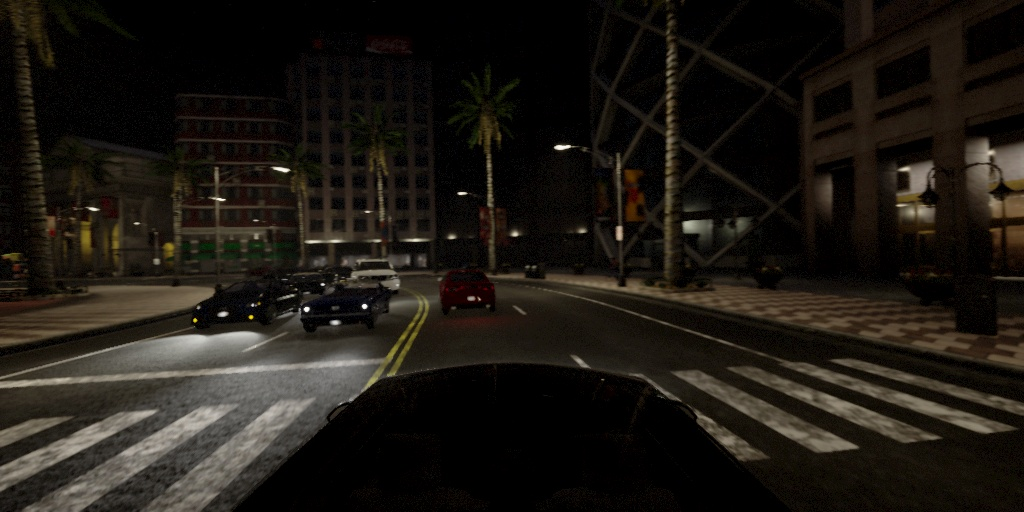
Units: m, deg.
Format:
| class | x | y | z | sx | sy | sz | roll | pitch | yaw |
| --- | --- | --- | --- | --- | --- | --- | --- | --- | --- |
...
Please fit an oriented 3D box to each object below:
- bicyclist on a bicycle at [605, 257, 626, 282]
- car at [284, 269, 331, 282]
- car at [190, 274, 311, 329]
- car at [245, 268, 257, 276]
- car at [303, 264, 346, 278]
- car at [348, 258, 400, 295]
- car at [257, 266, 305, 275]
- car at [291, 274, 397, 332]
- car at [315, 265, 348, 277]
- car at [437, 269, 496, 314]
| class | x | y | z | sx | sy | sz | roll | pitch | yaw |
| --- | --- | --- | --- | --- | --- | --- | --- | --- | --- |
| bicyclist on a bicycle | 6.821 | 0.878 | 23.661 | 1.656 | 1.620 | 0.582 | -2 | 0 | -21 |
| car | -11.824 | 1.642 | 20.701 | 1.895 | 1.301 | 4.718 | -1 | 0 | -30 |
| car | -8.894 | 1.533 | 12.449 | 1.994 | 1.385 | 4.181 | -1 | 0 | -12 |
| car | -32.506 | 2.077 | 47.006 | 4.674 | 1.442 | 1.812 | -1 | 0 | 13 |
| car | -22.939 | 1.805 | 43.870 | 4.902 | 1.511 | 2.128 | -1 | 0 | 25 |
| car | -8.088 | 1.170 | 20.996 | 2.150 | 2.045 | 5.566 | -1 | 0 | -27 |
| car | -18.410 | 1.708 | 28.807 | 4.892 | 1.490 | 1.837 | -1 | 0 | 40 |
| car | -5.144 | 1.477 | 11.715 | 1.895 | 1.301 | 4.718 | -1 | 0 | -12 |
| car | -14.142 | 1.602 | 29.488 | 4.892 | 1.490 | 1.837 | -1 | 0 | 44 |
| car | -1.897 | 1.273 | 14.344 | 1.882 | 1.535 | 5.008 | -1 | 0 | -13 |
